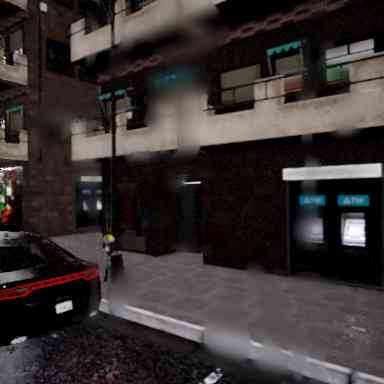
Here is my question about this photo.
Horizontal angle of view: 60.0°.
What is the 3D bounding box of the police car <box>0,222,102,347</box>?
[{"bbox_3d":[-3.909,1.418,6.210,5.238,1.638,1.930,0,0,36],"label":"police car"}]
